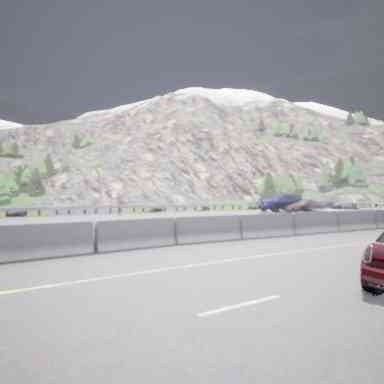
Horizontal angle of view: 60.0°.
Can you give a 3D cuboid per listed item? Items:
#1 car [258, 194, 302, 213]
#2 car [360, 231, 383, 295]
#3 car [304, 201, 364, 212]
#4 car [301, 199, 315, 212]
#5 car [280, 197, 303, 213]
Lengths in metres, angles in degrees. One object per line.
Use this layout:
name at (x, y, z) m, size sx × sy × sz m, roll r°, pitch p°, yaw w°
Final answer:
car at (10.202, 1.242, 37.801) m, size 5.566 × 2.045 × 2.150 m, roll 1°, pitch 0°, yaw -25°
car at (5.859, 1.368, 7.402) m, size 4.553 × 1.767 × 2.097 m, roll 0°, pitch 0°, yaw -32°
car at (11.758, 1.629, 26.912) m, size 4.718 × 1.301 × 1.895 m, roll 0°, pitch 0°, yaw -26°
car at (12.833, 1.594, 31.285) m, size 4.181 × 1.385 × 1.994 m, roll 0°, pitch 0°, yaw -25°
car at (11.900, 1.551, 34.717) m, size 4.674 × 1.442 × 1.812 m, roll 0°, pitch 0°, yaw -25°
